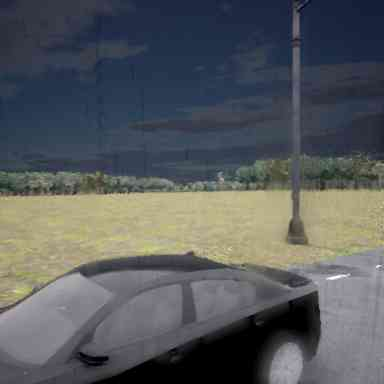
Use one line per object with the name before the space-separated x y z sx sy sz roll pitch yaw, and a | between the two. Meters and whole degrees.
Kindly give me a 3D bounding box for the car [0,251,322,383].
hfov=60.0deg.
car | -0.692 1.478 3.507 5.008 1.535 1.882 0 0 -36
